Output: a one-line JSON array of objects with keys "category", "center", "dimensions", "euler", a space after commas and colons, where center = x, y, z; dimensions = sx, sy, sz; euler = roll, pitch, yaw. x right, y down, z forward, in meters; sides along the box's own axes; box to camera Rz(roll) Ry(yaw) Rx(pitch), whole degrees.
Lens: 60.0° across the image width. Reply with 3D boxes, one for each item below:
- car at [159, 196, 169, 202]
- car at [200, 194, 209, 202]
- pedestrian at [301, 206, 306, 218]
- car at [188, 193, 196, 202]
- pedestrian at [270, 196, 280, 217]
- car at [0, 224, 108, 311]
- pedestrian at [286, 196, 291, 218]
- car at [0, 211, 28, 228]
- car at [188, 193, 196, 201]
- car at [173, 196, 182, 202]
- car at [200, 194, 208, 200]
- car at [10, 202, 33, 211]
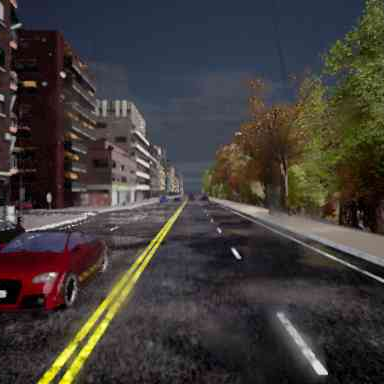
[{"category": "car", "center": [-6.482, 1.636, 77.270], "dimensions": [1.882, 1.535, 5.008], "euler": [0, 0, 0]}, {"category": "car", "center": [3.269, 1.665, 83.865], "dimensions": [1.837, 1.490, 4.892], "euler": [0, 0, 0]}, {"category": "pedestrian", "center": [9.468, 1.656, 28.134], "dimensions": [0.500, 1.100, 0.500], "euler": [0, 0, 0]}, {"category": "car", "center": [0.020, 1.643, 83.865], "dimensions": [1.882, 1.535, 5.008], "euler": [0, 0, 0]}, {"category": "pedestrian", "center": [7.190, 1.195, 28.736], "dimensions": [0.375, 1.860, 0.375], "euler": [0, 0, 0]}, {"category": "car", "center": [-3.347, 1.579, 7.749], "dimensions": [1.994, 1.385, 4.181], "euler": [0, 0, 0]}, {"category": "pedestrian", "center": [7.988, 1.192, 27.535], "dimensions": [0.375, 1.860, 0.375], "euler": [0, 0, 0]}, {"category": "car", "center": [-6.595, 1.510, 9.512], "dimensions": [2.128, 1.511, 4.902], "euler": [0, 0, 0]}, {"category": "car", "center": [0.022, 1.335, 94.312], "dimensions": [2.150, 2.045, 5.566], "euler": [0, 0, 0]}, {"category": "car", "center": [-3.232, 1.710, 77.269], "dimensions": [1.994, 1.385, 4.181], "euler": [0, 0, 0]}, {"category": "car", "center": [3.272, 1.465, 94.251], "dimensions": [2.097, 1.767, 4.553], "euler": [0, 0, 0]}, {"category": "car", "center": [-22.839, 1.907, 42.699], "dimensions": [4.507, 1.381, 1.887], "euler": [-1, 1, 0]}]
